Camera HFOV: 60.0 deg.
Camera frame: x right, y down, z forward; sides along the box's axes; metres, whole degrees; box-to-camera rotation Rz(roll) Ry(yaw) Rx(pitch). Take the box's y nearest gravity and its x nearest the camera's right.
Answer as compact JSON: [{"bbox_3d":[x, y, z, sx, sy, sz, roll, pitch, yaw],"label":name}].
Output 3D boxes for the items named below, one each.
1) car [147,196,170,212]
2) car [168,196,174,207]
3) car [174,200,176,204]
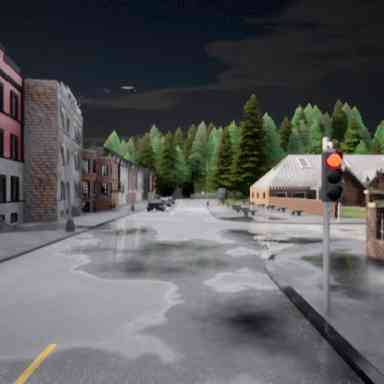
[{"bbox_3d":[-4.117,1.529,39.191,2.033,1.411,5.357,0,0,0],"label":"car"},{"bbox_3d":[-4.122,1.503,49.494,1.812,1.442,4.674,0,0,0],"label":"car"},{"bbox_3d":[-4.095,1.498,59.389,1.812,1.442,4.674,0,0,1],"label":"car"}]
